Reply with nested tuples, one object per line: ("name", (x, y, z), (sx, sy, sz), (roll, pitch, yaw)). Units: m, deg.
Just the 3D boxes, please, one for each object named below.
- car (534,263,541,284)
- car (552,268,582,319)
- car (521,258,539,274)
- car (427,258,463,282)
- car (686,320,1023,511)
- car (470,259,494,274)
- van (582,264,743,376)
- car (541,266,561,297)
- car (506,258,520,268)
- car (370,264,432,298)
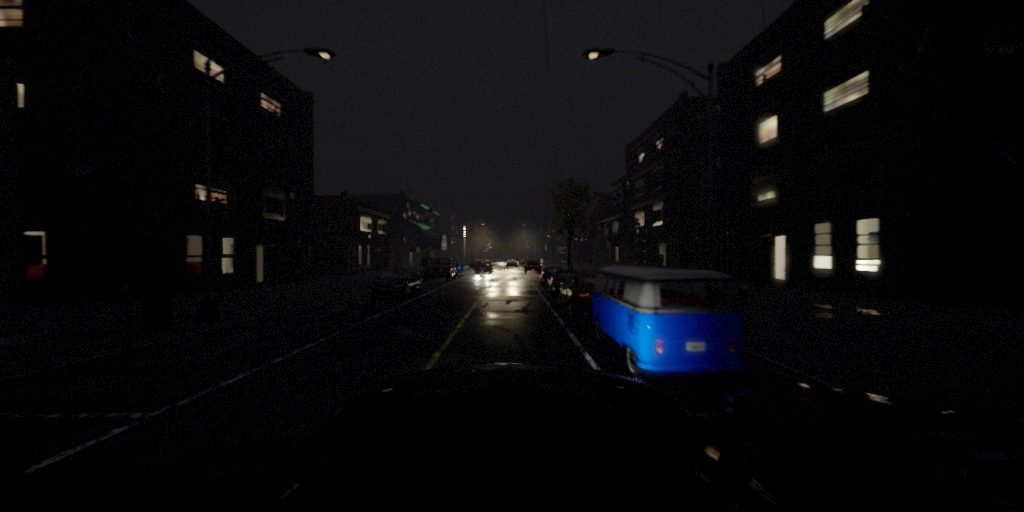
("car", (2.686, 1.325, 23.736), (1.802, 1.307, 4.207), (0, 0, 0))
("car", (2.690, 1.292, 12.639), (1.888, 1.381, 4.507), (0, 0, 0))
("car", (2.341, 1.241, 41.660), (1.837, 1.490, 4.892), (0, 0, 0))
("car", (-5.696, 1.055, 29.279), (2.192, 1.841, 5.009), (0, 0, 0))
("car", (2.694, 1.333, 1.542), (1.802, 1.307, 4.207), (0, 0, 0))
("car", (-3.101, 1.230, 40.015), (2.128, 1.511, 4.902), (0, 0, 0))
("van", (2.692, 1.090, 7.091), (1.690, 1.789, 3.998), (0, 0, 0))
("car", (2.688, 1.327, 18.187), (1.802, 1.307, 4.207), (0, 0, 0))
("car", (-0.021, 1.330, 61.291), (1.895, 1.301, 4.718), (0, 0, 0))
("car", (-5.692, 1.294, 18.182), (2.007, 1.370, 4.403), (0, 0, 0))
